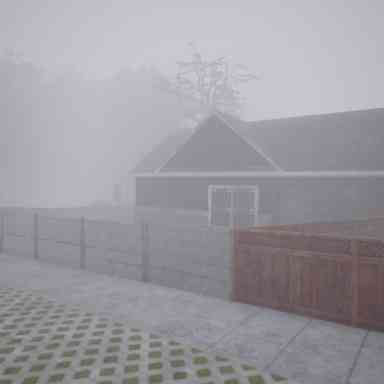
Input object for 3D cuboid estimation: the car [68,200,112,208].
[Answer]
[{"bbox_3d":[-10.049,1.502,33.037,1.812,1.442,4.674,2,2,35],"label":"car"}]
